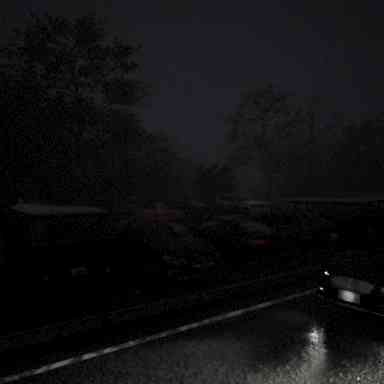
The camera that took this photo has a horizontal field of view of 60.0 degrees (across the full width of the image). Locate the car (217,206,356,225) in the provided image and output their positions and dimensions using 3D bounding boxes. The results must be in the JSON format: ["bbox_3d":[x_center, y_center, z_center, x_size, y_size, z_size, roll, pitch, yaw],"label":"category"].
[{"bbox_3d":[3.424,1.517,13.062,2.163,1.488,4.792,0,0,-36],"label":"car"}]

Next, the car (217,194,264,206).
[{"bbox_3d":[4.315,1.174,29.720,2.435,2.045,5.566,-1,0,-36],"label":"car"}]

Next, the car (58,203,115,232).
[{"bbox_3d":[-7.003,1.529,21.681,2.163,1.488,4.792,0,0,-36],"label":"car"}]

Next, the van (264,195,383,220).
[{"bbox_3d":[5.651,1.247,14.765,1.878,1.987,4.442,0,0,-36],"label":"van"}]

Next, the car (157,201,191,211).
[{"bbox_3d":[-2.578,1.475,25.043,1.946,1.575,5.366,0,0,-36],"label":"car"}]

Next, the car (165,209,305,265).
[{"bbox_3d":[1.160,1.537,11.401,2.002,1.452,4.674,0,0,-36],"label":"car"}]

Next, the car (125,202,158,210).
[{"bbox_3d":[-4.707,1.523,23.255,2.163,1.488,4.792,0,0,-36],"label":"car"}]

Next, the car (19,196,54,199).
[{"bbox_3d":[-9.226,1.253,20.018,2.435,2.045,5.566,0,0,-36],"label":"car"}]

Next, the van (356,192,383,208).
[{"bbox_3d":[24.537,1.020,44.386,1.878,1.987,4.442,-1,0,-36],"label":"van"}]

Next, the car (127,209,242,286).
[{"bbox_3d":[-1.124,1.503,9.776,2.231,1.521,4.892,0,0,-36],"label":"car"}]

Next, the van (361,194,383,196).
[{"bbox_3d":[8.064,1.232,16.207,1.878,1.987,4.442,-1,0,-36],"label":"van"}]

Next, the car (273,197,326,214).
[{"bbox_3d":[11.066,1.367,34.599,2.231,1.521,4.892,-1,0,-36],"label":"car"}]

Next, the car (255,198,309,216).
[{"bbox_3d":[8.810,1.386,32.982,2.097,1.535,5.008,-1,0,-36],"label":"car"}]

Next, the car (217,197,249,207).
[{"bbox_3d":[2.048,1.447,28.123,2.231,1.521,4.892,-1,0,-36],"label":"car"}]

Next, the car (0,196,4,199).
[{"bbox_3d":[-11.516,1.256,18.447,2.435,2.045,5.566,0,0,-36],"label":"car"}]

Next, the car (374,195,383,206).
[{"bbox_3d":[29.122,1.207,47.522,2.097,1.535,5.008,-1,0,-36],"label":"car"}]

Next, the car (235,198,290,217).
[{"bbox_3d":[6.553,1.406,31.365,2.097,1.535,5.008,-1,0,-36],"label":"car"}]

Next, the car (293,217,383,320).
[{"bbox_3d":[4.610,1.471,6.981,4.902,1.511,2.128,0,0,-36],"label":"car"}]

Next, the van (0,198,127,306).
[{"bbox_3d":[-3.471,1.280,8.230,1.878,1.987,4.442,0,0,-36],"label":"van"}]

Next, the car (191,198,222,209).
[{"bbox_3d":[-0.210,1.463,26.506,2.097,1.535,5.008,0,0,-36],"label":"car"}]

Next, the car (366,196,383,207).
[{"bbox_3d":[26.863,1.267,45.906,2.002,1.452,4.674,-1,0,-36],"label":"car"}]

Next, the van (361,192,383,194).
[{"bbox_3d":[12.488,1.193,19.664,1.878,1.987,4.442,-1,0,-36],"label":"van"}]
